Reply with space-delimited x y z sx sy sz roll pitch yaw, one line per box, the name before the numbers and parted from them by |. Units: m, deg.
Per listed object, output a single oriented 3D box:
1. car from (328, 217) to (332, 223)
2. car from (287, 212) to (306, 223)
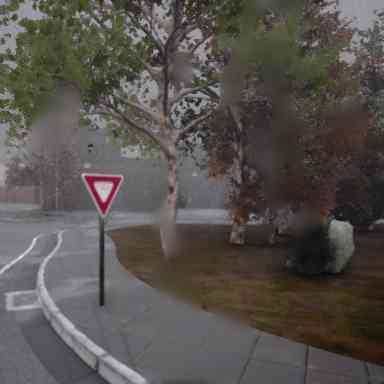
car | 20.080 3.831 47.641 4.674 1.442 1.812 3 -2 -39
car | 15.401 3.627 47.875 4.892 1.490 1.837 4 -2 -39
